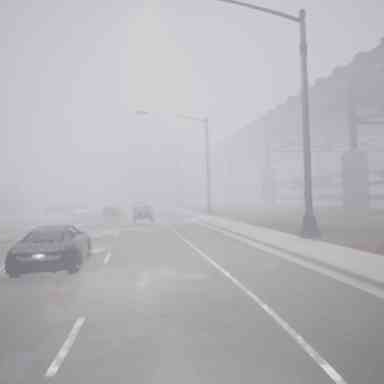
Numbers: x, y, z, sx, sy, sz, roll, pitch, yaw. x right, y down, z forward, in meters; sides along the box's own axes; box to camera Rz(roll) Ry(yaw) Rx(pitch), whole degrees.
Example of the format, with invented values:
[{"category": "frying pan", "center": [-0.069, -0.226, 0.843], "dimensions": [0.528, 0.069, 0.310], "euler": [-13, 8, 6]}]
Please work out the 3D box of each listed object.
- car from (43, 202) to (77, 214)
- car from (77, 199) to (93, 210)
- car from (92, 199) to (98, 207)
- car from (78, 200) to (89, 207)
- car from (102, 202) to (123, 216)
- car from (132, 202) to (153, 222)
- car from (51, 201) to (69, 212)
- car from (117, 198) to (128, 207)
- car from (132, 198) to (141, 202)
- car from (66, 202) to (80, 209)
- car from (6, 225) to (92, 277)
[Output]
[{"category": "car", "center": [-20.545, 2.571, 51.138], "dimensions": [1.882, 1.535, 5.008], "euler": [-1, 0, 21]}, {"category": "car", "center": [-21.638, 2.787, 66.418], "dimensions": [2.128, 1.511, 4.902], "euler": [-2, -1, -10]}, {"category": "car", "center": [-24.383, 2.677, 81.799], "dimensions": [2.150, 2.045, 5.566], "euler": [-2, 0, -10]}, {"category": "car", "center": [-29.462, 3.070, 90.411], "dimensions": [1.882, 1.535, 5.008], "euler": [-2, 0, -10]}, {"category": "car", "center": [-9.941, 2.275, 41.167], "dimensions": [1.895, 1.301, 4.718], "euler": [-2, -1, -10]}, {"category": "car", "center": [-4.682, 1.972, 31.523], "dimensions": [2.033, 1.411, 5.357], "euler": [-2, 0, -10]}, {"category": "car", "center": [-24.299, 2.654, 61.365], "dimensions": [2.097, 1.767, 4.553], "euler": [-2, -1, -10]}, {"category": "car", "center": [-15.849, 2.645, 73.823], "dimensions": [1.837, 1.490, 4.892], "euler": [-2, 0, -10]}, {"category": "car", "center": [-10.902, 2.404, 66.553], "dimensions": [1.882, 1.535, 5.008], "euler": [-2, -1, -10]}, {"category": "car", "center": [-26.696, 3.031, 74.883], "dimensions": [2.033, 1.411, 5.357], "euler": [-2, 0, -10]}, {"category": "car", "center": [-4.648, 1.810, 11.332], "dimensions": [1.994, 1.385, 4.181], "euler": [-2, 0, -10]}]
